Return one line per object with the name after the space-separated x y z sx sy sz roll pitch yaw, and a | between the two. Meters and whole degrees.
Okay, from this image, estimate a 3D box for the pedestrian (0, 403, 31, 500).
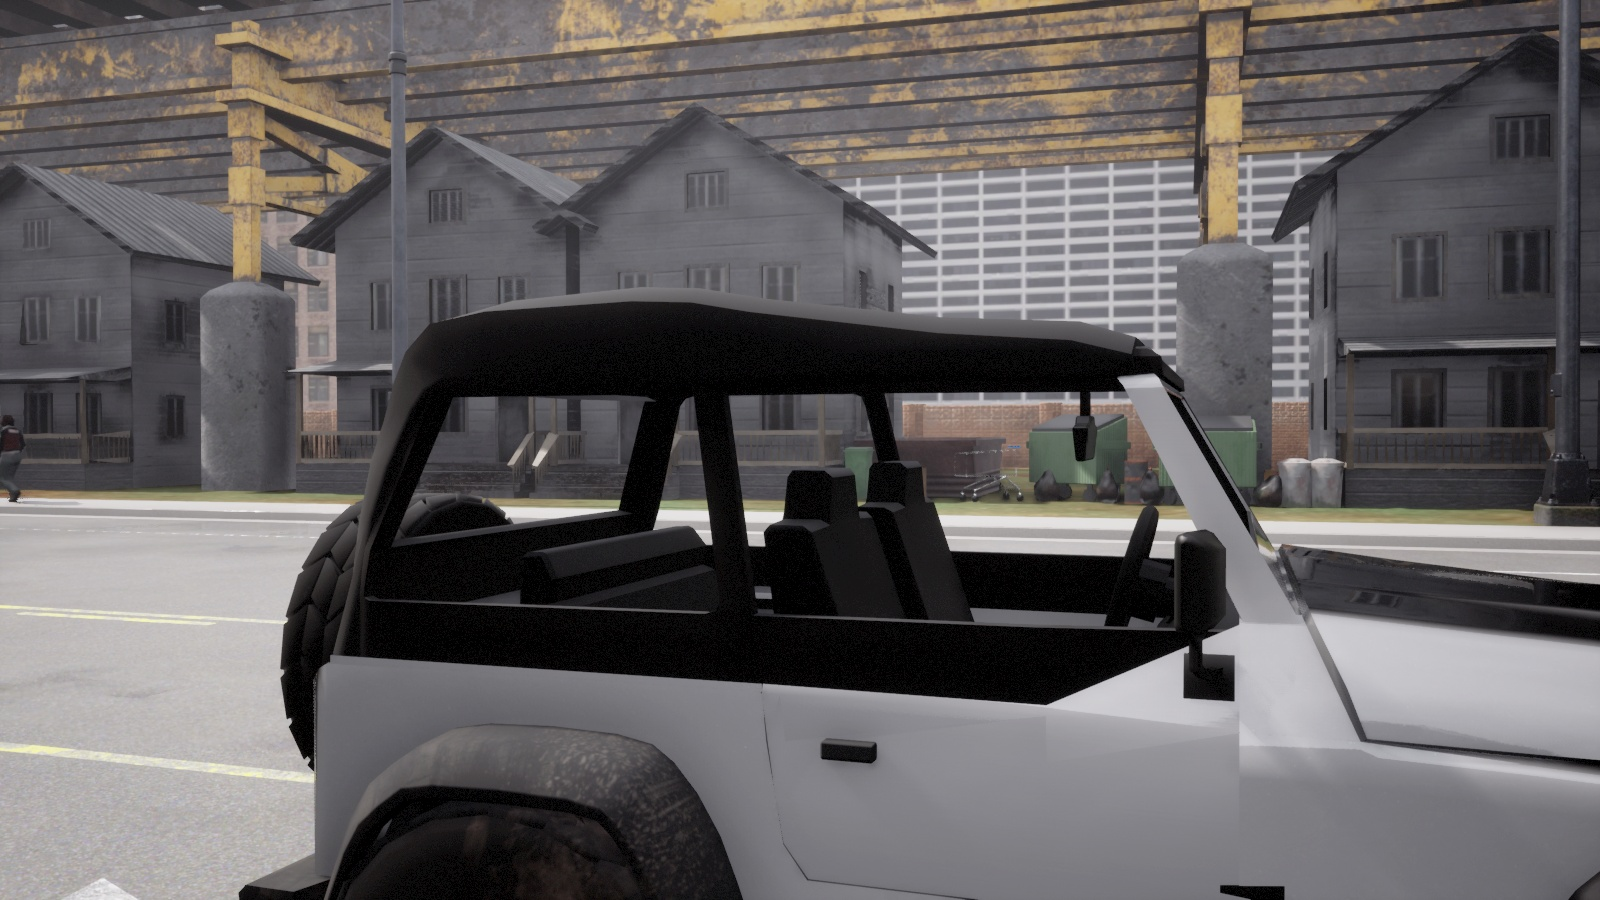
-15.936 0.018 25.287 0.666 1.930 0.402 0 1 16 | pedestrian

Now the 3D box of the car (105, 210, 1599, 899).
0.641 0.577 2.981 3.866 1.878 1.905 1 1 19 | car
